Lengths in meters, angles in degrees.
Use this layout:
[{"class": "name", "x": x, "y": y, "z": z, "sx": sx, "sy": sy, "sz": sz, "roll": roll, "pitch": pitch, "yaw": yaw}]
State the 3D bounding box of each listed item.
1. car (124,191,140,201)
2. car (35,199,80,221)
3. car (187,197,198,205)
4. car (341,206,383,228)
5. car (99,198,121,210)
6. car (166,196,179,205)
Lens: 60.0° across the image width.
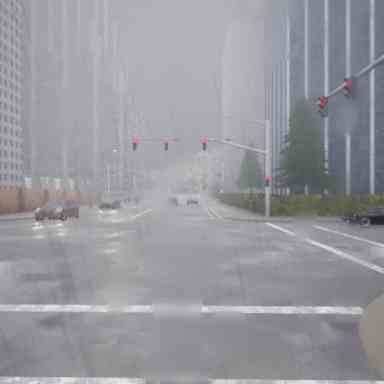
[{"class": "car", "x": -10.442, "y": 0.874, "z": 58.614, "sx": 2.150, "sy": 2.045, "sz": 5.566, "roll": 0, "pitch": 0, "yaw": 0}, {"class": "car", "x": -10.574, "y": 1.339, "z": 26.391, "sx": 2.097, "sy": 1.767, "sz": 4.553, "roll": 0, "pitch": 0, "yaw": 0}, {"class": "car", "x": 0.057, "y": 1.596, "z": 58.411, "sx": 1.895, "sy": 1.301, "sz": 4.718, "roll": 0, "pitch": 0, "yaw": 0}, {"class": "car", "x": 12.151, "y": 1.543, "z": 21.203, "sx": 4.718, "sy": 1.301, "sz": 1.895, "roll": 0, "pitch": 0, "yaw": 0}, {"class": "car", "x": -10.550, "y": 1.474, "z": 42.922, "sx": 1.882, "sy": 1.535, "sz": 5.008, "roll": 0, "pitch": 0, "yaw": 0}, {"class": "car", "x": -3.443, "y": 1.500, "z": 58.385, "sx": 1.837, "sy": 1.490, "sz": 4.892, "roll": 0, "pitch": 0, "yaw": 0}]
